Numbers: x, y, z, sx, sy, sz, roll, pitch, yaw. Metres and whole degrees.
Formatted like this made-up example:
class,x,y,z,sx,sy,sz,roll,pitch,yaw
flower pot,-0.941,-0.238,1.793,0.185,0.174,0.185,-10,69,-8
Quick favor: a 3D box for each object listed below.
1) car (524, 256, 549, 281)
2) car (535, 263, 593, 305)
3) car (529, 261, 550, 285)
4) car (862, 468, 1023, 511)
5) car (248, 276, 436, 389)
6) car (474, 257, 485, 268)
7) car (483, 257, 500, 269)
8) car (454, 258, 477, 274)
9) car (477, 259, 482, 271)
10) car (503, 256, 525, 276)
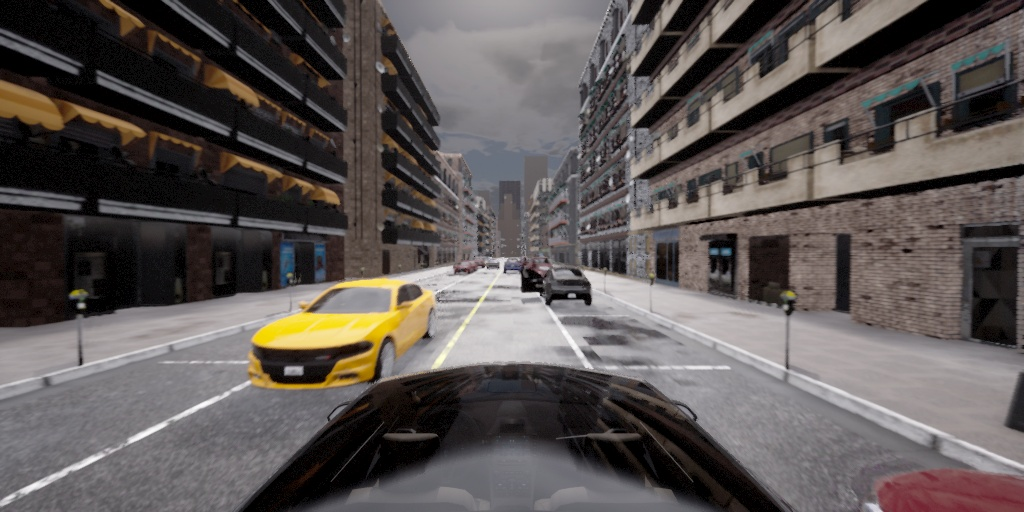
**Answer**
class,x,y,z,sx,sy,sz,roll,pitch,yaw
car,2.579,1.027,34.094,2.192,1.841,5.009,0,0,0
car,2.236,1.238,15.759,1.837,1.490,4.892,0,0,0
car,2.576,1.301,28.430,1.802,1.307,4.207,0,0,0
car,2.564,1.334,0.108,1.802,1.307,4.207,0,0,0
car,-2.848,1.221,7.176,1.882,1.535,5.008,0,0,0
car,-5.293,1.004,56.819,2.192,1.841,5.009,0,0,0
car,-2.728,1.248,53.382,2.033,1.411,5.357,0,0,0
car,-5.300,1.251,39.865,1.888,1.381,4.507,0,0,0
car,-5.297,1.246,45.516,1.888,1.381,4.507,0,0,0
car,0.088,1.059,41.896,2.097,1.767,4.553,0,0,0
